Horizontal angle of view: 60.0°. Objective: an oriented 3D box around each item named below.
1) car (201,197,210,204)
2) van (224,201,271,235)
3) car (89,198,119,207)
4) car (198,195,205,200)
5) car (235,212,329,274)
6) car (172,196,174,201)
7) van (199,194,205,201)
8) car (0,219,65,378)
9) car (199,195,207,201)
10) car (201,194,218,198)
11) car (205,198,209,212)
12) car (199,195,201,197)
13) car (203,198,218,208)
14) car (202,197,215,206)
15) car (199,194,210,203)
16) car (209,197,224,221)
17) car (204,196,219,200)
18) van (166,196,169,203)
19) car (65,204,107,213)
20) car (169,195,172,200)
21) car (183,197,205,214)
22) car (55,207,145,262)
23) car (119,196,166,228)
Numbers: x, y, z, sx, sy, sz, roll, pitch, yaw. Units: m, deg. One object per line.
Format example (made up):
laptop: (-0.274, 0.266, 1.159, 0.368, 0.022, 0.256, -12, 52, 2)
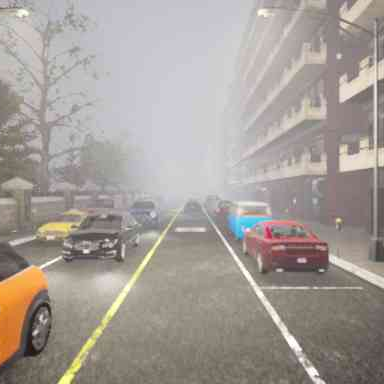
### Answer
car: (2.672, 1.608, 66.666, 1.802, 1.307, 4.206, 0, 0, 0)
van: (2.688, 1.336, 15.995, 1.690, 1.788, 3.998, 0, 0, 0)
car: (-5.694, 1.310, 21.622, 2.192, 1.841, 5.009, 0, 0, 0)
car: (2.664, 1.643, 94.817, 1.947, 1.339, 4.313, 0, 0, 0)
car: (2.689, 1.541, 10.364, 1.887, 1.381, 4.507, 0, 0, 0)
car: (-5.714, 1.592, 89.014, 1.752, 1.417, 4.829, 0, 0, 0)
van: (2.666, 1.408, 89.187, 1.690, 1.788, 3.998, 0, 0, 0)
car: (-3.102, 1.351, 2.987, 2.097, 1.767, 4.553, 0, 0, 0)
car: (2.667, 1.496, 83.556, 1.967, 1.590, 4.097, 0, 0, 0)
car: (2.680, 1.318, 44.145, 2.192, 1.841, 5.009, 0, 0, 0)
car: (2.682, 1.548, 32.885, 2.008, 1.369, 4.403, 0, 0, 0)
car: (0.063, 1.531, 47.665, 1.812, 1.442, 4.674, 0, 0, 0)
car: (2.677, 1.558, 49.776, 2.008, 1.369, 4.403, 0, 0, 0)
car: (2.675, 1.557, 55.406, 1.887, 1.381, 4.507, 0, 0, 0)
car: (2.671, 1.350, 72.296, 2.192, 1.841, 5.009, 0, 0, 0)
car: (2.685, 1.436, 27.255, 1.967, 1.590, 4.097, 0, 0, 0)
car: (2.681, 1.545, 38.515, 1.887, 1.381, 4.507, 0, 0, 0)
van: (-5.706, 1.360, 61.033, 1.690, 1.788, 3.998, 0, 0, 0)
car: (-5.692, 1.520, 15.823, 1.752, 1.417, 4.829, 0, 0, 0)
car: (-5.708, 1.577, 66.663, 2.008, 1.369, 4.403, 0, 0, 0)
car: (0.093, 1.563, 35.576, 1.994, 1.385, 4.181, 0, 0, 0)
car: (-3.102, 1.500, 12.184, 1.837, 1.490, 4.892, 0, 0, 0)
car: (-3.100, 1.347, 21.818, 2.097, 1.767, 4.553, 0, 0, 0)
